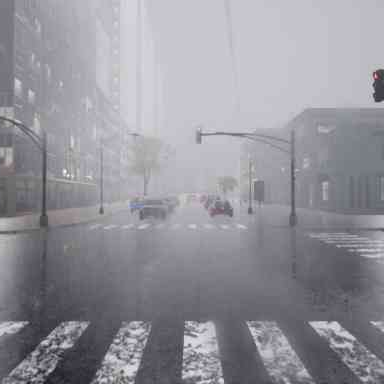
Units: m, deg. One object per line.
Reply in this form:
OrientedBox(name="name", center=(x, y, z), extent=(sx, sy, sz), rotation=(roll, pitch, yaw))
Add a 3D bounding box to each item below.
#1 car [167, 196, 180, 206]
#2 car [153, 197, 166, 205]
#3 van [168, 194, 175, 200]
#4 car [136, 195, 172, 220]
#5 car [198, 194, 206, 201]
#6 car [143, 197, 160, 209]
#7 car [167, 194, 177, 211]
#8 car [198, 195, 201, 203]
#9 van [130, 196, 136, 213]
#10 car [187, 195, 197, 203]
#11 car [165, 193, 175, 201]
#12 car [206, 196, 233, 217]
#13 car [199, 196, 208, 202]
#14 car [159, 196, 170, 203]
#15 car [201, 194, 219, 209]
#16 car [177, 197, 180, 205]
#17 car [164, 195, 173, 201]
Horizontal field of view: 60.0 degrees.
OrientedBox(name="car", center=(-3.132, 1.485, 56.994), extent=(1.882, 1.535, 5.008), rotation=(0, 0, 1))
OrientedBox(name="car", center=(-5.751, 1.590, 59.297), extent=(1.802, 1.307, 4.206), rotation=(1, 0, 0))
OrientedBox(name="van", center=(-5.789, 1.351, 93.341), extent=(1.690, 1.788, 3.998), rotation=(1, 0, 0))
OrientedBox(name="car", center=(-3.134, 1.357, 28.091), extent=(2.097, 1.767, 4.553), rotation=(0, 0, 0))
OrientedBox(name="car", center=(2.596, 1.450, 87.716), extent=(1.967, 1.590, 4.097), rotation=(1, 0, 0))
OrientedBox(name="car", center=(-5.735, 1.532, 47.779), extent=(1.752, 1.417, 4.829), rotation=(1, 0, 0))
OrientedBox(name="car", center=(-3.143, 1.358, 37.004), extent=(2.097, 1.767, 4.553), rotation=(0, 0, 0))
OrientedBox(name="car", center=(2.627, 1.323, 65.021), extent=(2.192, 1.841, 5.009), rotation=(1, 0, 0))
OrientedBox(name="van", center=(-5.718, 1.347, 36.602), extent=(1.690, 1.788, 3.998), rotation=(1, 0, 0))
OrientedBox(name="car", center=(0.014, 1.360, 69.553), extent=(2.097, 1.767, 4.553), rotation=(0, 0, 0))
OrientedBox(name="car", center=(-5.781, 1.325, 87.668), extent=(2.192, 1.841, 5.009), rotation=(1, 0, 0))
OrientedBox(name="car", center=(2.667, 1.445, 30.977), extent=(1.967, 1.590, 4.097), rotation=(1, 0, 0))
OrientedBox(name="car", center=(2.608, 1.575, 76.369), extent=(1.947, 1.339, 4.313), rotation=(1, 0, 0))
OrientedBox(name="car", center=(-5.765, 1.574, 70.645), extent=(1.947, 1.339, 4.313), rotation=(1, 0, 0))
OrientedBox(name="car", center=(2.655, 1.321, 42.325), extent=(2.192, 1.841, 5.009), rotation=(1, 0, 0))
OrientedBox(name="car", center=(-3.148, 1.498, 46.890), extent=(2.128, 1.511, 4.902), rotation=(0, 0, 0))
OrientedBox(name="car", center=(-5.778, 1.560, 81.993), extent=(2.008, 1.369, 4.403), rotation=(1, 0, 0))
